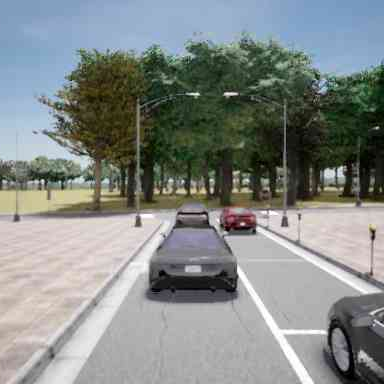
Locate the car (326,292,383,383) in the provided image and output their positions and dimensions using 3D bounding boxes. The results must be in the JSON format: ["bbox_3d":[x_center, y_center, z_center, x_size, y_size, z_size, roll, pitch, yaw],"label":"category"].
[{"bbox_3d":[2.611,1.540,2.730,2.008,1.369,4.403,-1,0,0],"label":"car"}]

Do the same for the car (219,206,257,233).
[{"bbox_3d":[2.524,1.477,18.950,1.887,1.381,4.507,-1,0,0],"label":"car"}]

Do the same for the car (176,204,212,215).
[{"bbox_3d":[0.084,1.424,19.250,2.128,1.511,4.902,0,0,2],"label":"car"}]

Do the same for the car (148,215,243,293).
[{"bbox_3d":[0.044,1.532,8.795,1.994,1.385,4.181,0,0,1],"label":"car"}]
